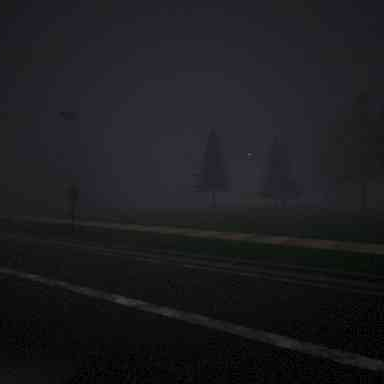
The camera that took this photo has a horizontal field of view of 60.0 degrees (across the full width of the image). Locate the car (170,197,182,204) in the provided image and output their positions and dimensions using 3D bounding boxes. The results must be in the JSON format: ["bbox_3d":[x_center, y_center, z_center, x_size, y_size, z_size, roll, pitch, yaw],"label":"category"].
[{"bbox_3d":[-2.064,1.943,72.485,1.812,1.442,4.674,-1,0,35],"label":"car"}]

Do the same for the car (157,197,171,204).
[{"bbox_3d":[-4.934,1.956,74.488,1.837,1.490,4.892,-1,0,35],"label":"car"}]

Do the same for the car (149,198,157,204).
[{"bbox_3d":[-7.821,2.088,76.466,1.895,1.301,4.718,-1,0,35],"label":"car"}]

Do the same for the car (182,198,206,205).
[{"bbox_3d":[0.806,1.922,70.482,2.033,1.411,5.357,-1,0,35],"label":"car"}]
